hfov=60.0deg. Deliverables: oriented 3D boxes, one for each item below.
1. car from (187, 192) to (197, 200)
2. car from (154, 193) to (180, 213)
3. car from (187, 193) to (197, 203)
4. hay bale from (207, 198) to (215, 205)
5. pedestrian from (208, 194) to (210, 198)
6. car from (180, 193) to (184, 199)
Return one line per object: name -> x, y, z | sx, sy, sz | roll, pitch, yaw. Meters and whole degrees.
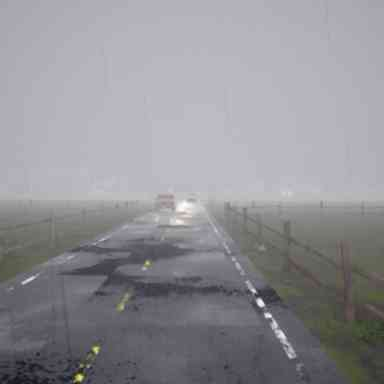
car -> 0.002, 0.955, 76.516 | 2.097, 1.767, 4.553 | 0, 0, 0
car -> -2.841, 1.123, 36.532 | 2.150, 2.045, 5.566 | 0, 0, 0
car -> 0.001, 1.378, 61.716 | 2.033, 1.411, 5.357 | 0, 0, 0
hay bale -> 3.127, 1.508, 54.252 | 1.220, 1.180, 1.240 | 0, 0, 0
pedestrian -> 2.826, 1.149, 55.350 | 0.375, 1.860, 0.375 | 0, 0, 4
car -> -2.749, 1.033, 77.495 | 1.882, 1.535, 5.008 | 0, 0, 0
